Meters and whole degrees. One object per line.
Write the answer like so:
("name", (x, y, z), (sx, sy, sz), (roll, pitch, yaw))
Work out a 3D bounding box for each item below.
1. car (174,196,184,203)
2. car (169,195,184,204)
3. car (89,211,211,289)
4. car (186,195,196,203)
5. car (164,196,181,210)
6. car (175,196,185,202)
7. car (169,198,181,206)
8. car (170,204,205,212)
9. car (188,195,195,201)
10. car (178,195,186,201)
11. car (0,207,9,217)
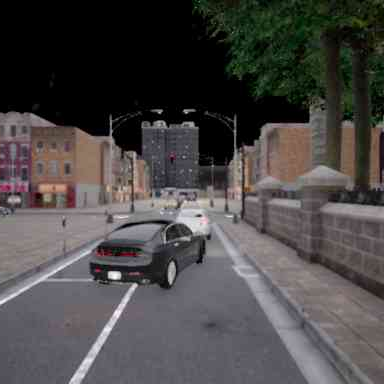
("car", (-2.764, 1.661, 71.490), (1.947, 1.339, 4.313), (0, 0, 0))
("car", (-2.727, 1.376, 49.682), (2.192, 1.841, 5.009), (0, 0, 0))
("car", (-0.941, 1.514, 9.326), (1.837, 1.490, 4.892), (0, 0, 17))
("car", (-0.131, 1.450, 75.174), (2.097, 1.767, 4.553), (0, 0, 0))
("car", (-2.716, 1.579, 44.060), (1.752, 1.417, 4.829), (0, 0, 0))
("car", (-2.774, 1.655, 76.942), (2.008, 1.369, 4.403), (0, 0, 0))
("car", (-2.736, 1.651, 55.134), (1.802, 1.307, 4.206), (0, 0, 0))
("car", (0.002, 1.544, 17.090), (1.812, 1.442, 4.674), (0, 0, 0))
("car", (-0.149, 1.446, 85.209), (1.882, 1.535, 5.008), (0, 0, 0))
("car", (-2.803, 1.682, 93.299), (2.008, 1.369, 4.403), (0, 0, 0))
("car", (-18.767, 1.581, 29.512), (4.674, 1.442, 1.812), (0, 0, 0))
